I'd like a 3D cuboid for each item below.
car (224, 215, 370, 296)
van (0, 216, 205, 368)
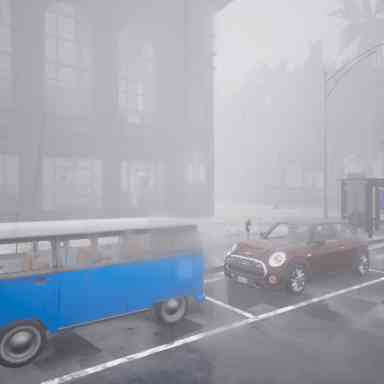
[{"bbox_3d":[2.751,1.439,8.605,4.097,1.590,1.967,0,0,-35],"label":"car"},{"bbox_3d":[-1.670,1.341,5.459,3.998,1.788,1.690,0,0,-35],"label":"van"}]
